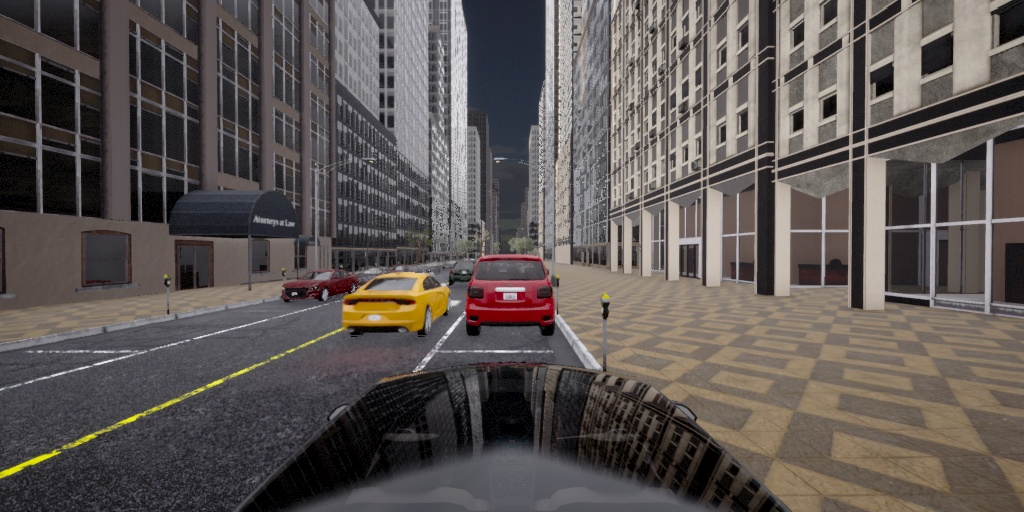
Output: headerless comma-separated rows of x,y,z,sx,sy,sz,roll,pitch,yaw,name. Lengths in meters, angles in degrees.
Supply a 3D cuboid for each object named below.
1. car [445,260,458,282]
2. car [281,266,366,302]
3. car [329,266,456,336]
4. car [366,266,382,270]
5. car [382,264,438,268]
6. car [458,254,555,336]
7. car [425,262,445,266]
-3.146,1.098,25.646,2.097,1.767,4.553,0,0,0,car
-8.837,1.292,16.839,1.888,1.381,4.507,0,0,0,car
-3.047,1.226,10.425,1.882,1.535,5.008,0,0,0,car
-8.838,1.297,22.523,2.007,1.370,4.403,0,0,0,car
-6.246,1.347,22.462,1.895,1.301,4.718,0,0,0,car
-0.039,0.976,10.531,2.150,2.045,5.566,0,0,0,car
-8.837,1.294,39.574,2.007,1.370,4.403,0,0,0,car
